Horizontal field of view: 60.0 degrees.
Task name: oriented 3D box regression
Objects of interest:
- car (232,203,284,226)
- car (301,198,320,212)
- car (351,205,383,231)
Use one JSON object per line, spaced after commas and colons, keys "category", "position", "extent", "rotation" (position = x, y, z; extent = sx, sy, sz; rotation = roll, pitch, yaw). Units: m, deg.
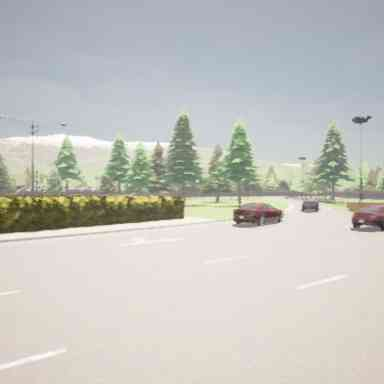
{"category": "car", "position": [4.780, 1.491, 23.537], "extent": [1.882, 1.535, 5.008], "rotation": [0, 0, 39]}
{"category": "car", "position": [14.306, 1.517, 40.088], "extent": [2.128, 1.511, 4.902], "rotation": [0, 0, 23]}
{"category": "car", "position": [11.764, 1.542, 20.757], "extent": [4.674, 1.442, 1.812], "rotation": [0, 0, -36]}
